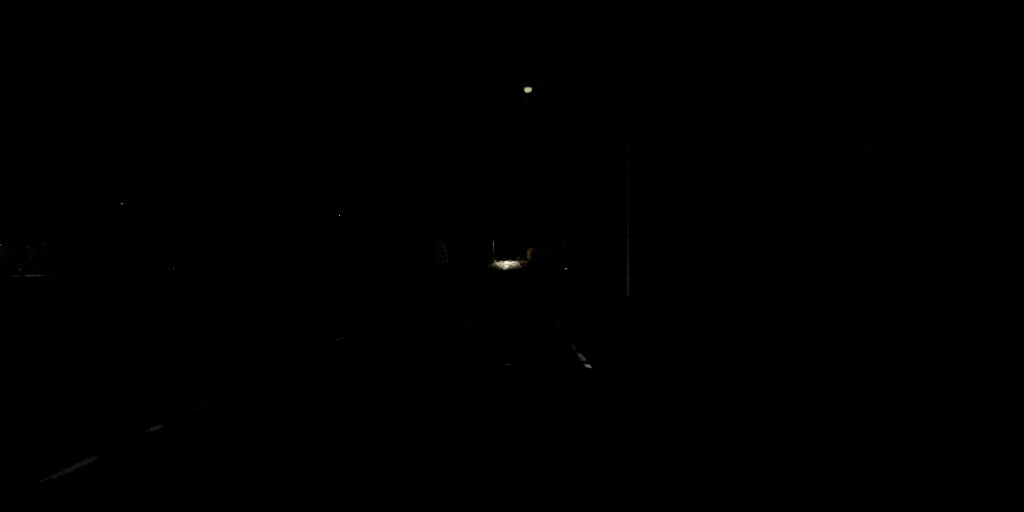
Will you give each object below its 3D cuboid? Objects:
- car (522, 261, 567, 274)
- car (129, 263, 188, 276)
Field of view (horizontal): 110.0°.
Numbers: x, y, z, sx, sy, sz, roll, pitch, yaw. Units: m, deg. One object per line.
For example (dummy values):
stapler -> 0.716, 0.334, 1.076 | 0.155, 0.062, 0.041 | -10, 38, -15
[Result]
car -> 3.605, 1.279, 39.444 | 4.892, 1.490, 1.837 | 0, 0, -5
car -> -37.308, 1.393, 37.968 | 4.718, 1.301, 1.895 | 0, 1, 0
